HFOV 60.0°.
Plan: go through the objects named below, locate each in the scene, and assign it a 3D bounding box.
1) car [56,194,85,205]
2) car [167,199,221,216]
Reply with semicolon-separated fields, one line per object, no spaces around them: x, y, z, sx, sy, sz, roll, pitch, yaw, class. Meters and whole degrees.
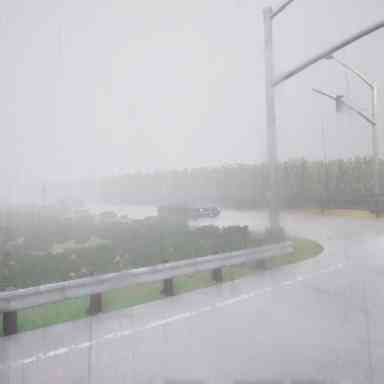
-14.113;0.977;38.499;2.097;1.767;4.553;-4;2;-40;car
-0.263;1.144;22.239;1.895;1.301;4.718;-4;2;-41;car
